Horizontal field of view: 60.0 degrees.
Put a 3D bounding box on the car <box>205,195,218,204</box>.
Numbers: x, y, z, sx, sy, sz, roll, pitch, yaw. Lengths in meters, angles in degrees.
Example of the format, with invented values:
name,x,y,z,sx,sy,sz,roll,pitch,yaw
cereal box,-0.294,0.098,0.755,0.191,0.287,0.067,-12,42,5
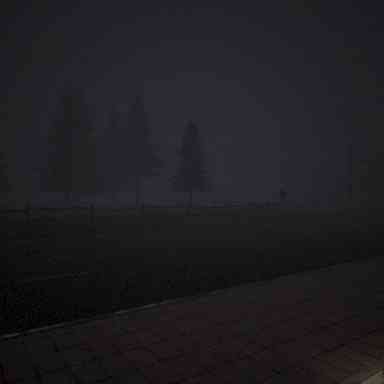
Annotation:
name,x,y,z,sx,sy,sz,roll,pitch,yaw
car,3.044,2.050,77.689,2.033,1.411,5.357,1,0,-35

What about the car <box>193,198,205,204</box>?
name,x,y,z,sx,sy,sz,roll,pitch,yaw
car,0.170,1.995,75.693,1.812,1.442,4.674,1,0,-35

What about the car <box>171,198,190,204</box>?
name,x,y,z,sx,sy,sz,roll,pitch,yaw
car,-2.688,2.027,73.671,1.895,1.301,4.718,1,0,-35

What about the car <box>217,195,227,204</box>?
name,x,y,z,sx,sy,sz,roll,pitch,yaw
car,5.938,1.774,79.663,2.150,2.045,5.566,1,0,-35
